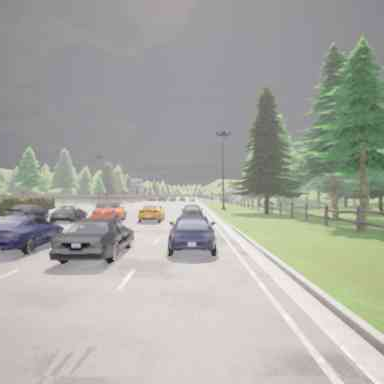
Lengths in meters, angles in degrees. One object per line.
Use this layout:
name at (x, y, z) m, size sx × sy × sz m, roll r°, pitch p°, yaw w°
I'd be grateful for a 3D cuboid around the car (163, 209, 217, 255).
car at (0.015, 1.676, 13.878) m, size 1.812 × 1.442 × 4.674 m, roll 0°, pitch 0°, yaw 0°

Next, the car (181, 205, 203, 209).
car at (0.011, 1.837, 28.870) m, size 1.812 × 1.442 × 4.674 m, roll 0°, pitch 0°, yaw 0°

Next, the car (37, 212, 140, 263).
car at (-3.495, 1.684, 12.518) m, size 2.033 × 1.411 × 5.357 m, roll 0°, pitch -1°, yaw 0°

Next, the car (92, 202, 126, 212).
car at (-6.991, 1.658, 28.402) m, size 2.097 × 1.767 × 4.553 m, roll 0°, pitch -1°, yaw 0°

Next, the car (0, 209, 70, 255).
car at (-6.984, 1.676, 13.871) m, size 1.812 × 1.442 × 4.674 m, roll 0°, pitch 0°, yaw 0°

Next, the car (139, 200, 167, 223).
car at (-3.485, 1.793, 29.233) m, size 1.882 × 1.535 × 5.008 m, roll 0°, pitch 0°, yaw 0°

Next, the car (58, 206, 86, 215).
car at (-10.491, 1.873, 28.541) m, size 1.994 × 1.385 × 4.181 m, roll 0°, pitch -1°, yaw 0°

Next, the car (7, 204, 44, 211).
car at (-13.992, 1.801, 28.481) m, size 2.128 × 1.511 × 4.902 m, roll 0°, pitch 0°, yaw 0°
